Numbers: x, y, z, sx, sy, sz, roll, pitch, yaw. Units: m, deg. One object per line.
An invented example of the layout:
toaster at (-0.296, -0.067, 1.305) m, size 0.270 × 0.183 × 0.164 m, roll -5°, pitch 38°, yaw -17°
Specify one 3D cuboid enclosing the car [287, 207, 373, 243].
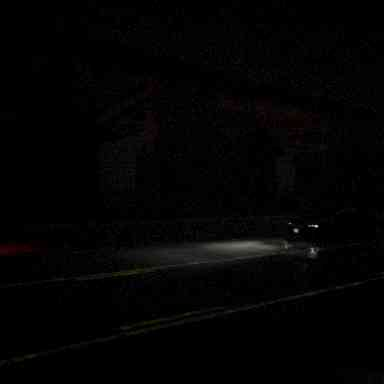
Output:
car at (6.771, 1.487, 16.159) m, size 4.902 × 1.511 × 2.128 m, roll 1°, pitch 0°, yaw -31°
